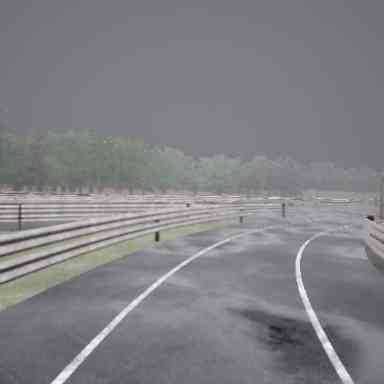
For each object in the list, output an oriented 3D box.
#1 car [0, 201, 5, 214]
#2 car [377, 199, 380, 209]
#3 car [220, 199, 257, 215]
[{"bbox_3d":[-14.237,0.771,19.623,5.566,2.045,2.150,1,0,-38],"label":"car"},{"bbox_3d":[32.596,1.939,54.474,5.566,2.045,2.150,1,0,-35],"label":"car"},{"bbox_3d":[4.559,1.503,34.094,5.008,1.535,1.882,1,0,-37],"label":"car"}]
